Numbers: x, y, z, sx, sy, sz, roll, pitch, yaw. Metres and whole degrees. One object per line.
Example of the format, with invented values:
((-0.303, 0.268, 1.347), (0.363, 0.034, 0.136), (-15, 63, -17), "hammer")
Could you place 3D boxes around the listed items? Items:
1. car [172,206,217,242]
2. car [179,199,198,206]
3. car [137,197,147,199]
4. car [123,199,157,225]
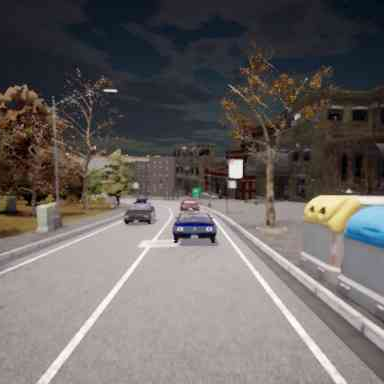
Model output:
((0.108, 1.573, 16.024), (1.895, 1.301, 4.718), (0, 0, 0), "car")
((-0.312, 1.456, 33.752), (1.812, 1.442, 4.674), (0, 0, -4), "car")
((-9.858, 1.593, 65.823), (1.895, 1.301, 4.718), (-2, 0, -16), "car")
((-3.632, 1.505, 24.151), (2.033, 1.411, 5.357), (0, 0, -1), "car")
